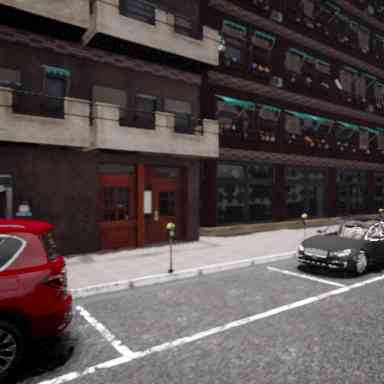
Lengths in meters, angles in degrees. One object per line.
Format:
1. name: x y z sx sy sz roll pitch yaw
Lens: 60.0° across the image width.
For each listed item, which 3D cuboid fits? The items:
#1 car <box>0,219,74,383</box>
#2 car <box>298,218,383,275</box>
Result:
1. car: -3.949 1.321 3.738 5.009 1.841 2.192 0 0 -36
2. car: 5.068 1.505 10.175 4.403 1.369 2.008 0 0 -36
